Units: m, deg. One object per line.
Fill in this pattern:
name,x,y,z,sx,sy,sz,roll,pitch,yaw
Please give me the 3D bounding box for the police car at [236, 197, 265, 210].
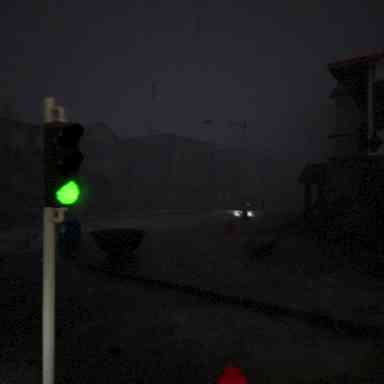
police car,7.063,1.378,40.387,2.038,1.542,4.974,1,0,35
